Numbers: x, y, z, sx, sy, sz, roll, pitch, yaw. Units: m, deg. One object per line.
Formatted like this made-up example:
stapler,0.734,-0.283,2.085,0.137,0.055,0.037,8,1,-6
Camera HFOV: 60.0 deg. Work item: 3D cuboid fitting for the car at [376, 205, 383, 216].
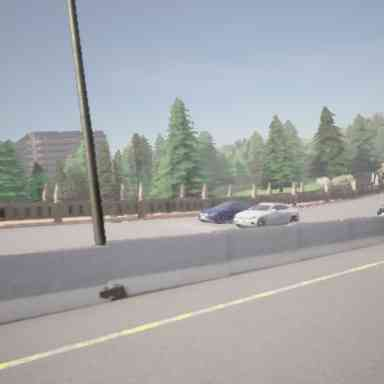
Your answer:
car,14.655,1.244,23.018,4.892,1.490,1.837,-1,0,-35

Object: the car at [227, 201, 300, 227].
car,4.639,1.373,20.176,4.674,1.442,1.812,-1,0,-36

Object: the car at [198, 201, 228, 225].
car,2.607,1.373,23.027,4.674,1.442,1.812,-1,0,-36
